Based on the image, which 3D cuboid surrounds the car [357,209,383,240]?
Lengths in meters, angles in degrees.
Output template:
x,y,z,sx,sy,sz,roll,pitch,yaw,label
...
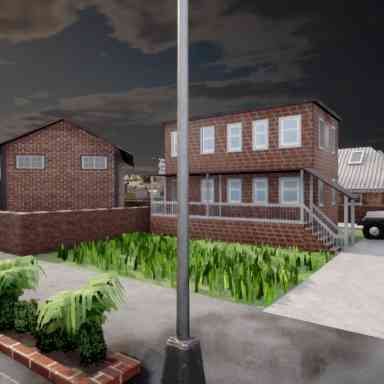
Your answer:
x,y,z,sx,sy,sz,roll,pitch,yaw,label
8.493,0.973,12.590,3.866,1.878,1.905,0,0,36,car
